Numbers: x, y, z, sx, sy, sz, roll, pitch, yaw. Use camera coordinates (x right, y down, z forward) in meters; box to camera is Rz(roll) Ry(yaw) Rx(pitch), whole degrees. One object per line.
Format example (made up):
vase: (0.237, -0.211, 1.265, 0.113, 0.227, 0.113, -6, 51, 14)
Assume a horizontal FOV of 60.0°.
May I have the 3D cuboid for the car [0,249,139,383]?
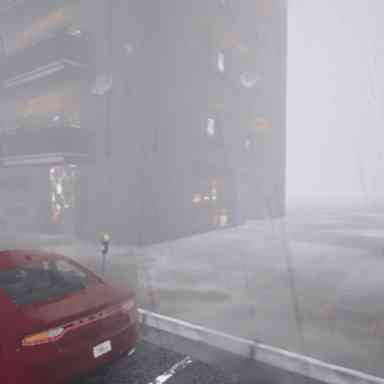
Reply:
car: (-2.775, 1.527, 4.842, 4.507, 1.381, 1.887, 0, 1, 35)
